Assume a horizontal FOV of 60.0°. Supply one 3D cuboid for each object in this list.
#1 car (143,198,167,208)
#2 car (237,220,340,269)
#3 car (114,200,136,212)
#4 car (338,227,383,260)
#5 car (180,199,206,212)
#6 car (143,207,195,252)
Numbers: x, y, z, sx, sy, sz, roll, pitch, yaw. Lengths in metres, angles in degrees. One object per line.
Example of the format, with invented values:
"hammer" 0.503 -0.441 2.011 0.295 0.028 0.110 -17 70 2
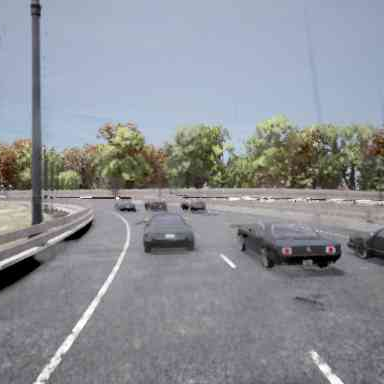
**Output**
"car" -4.564 1.534 40.676 1.882 1.535 5.008 0 0 -22
"car" 2.860 1.584 11.073 1.895 1.301 4.718 0 0 -6
"car" -8.187 1.649 40.279 1.994 1.385 4.181 0 0 -23
"car" 6.539 1.501 9.298 2.033 1.411 5.357 0 0 -4
"car" 0.054 1.510 38.405 2.128 1.511 4.902 0 0 -20
"car" -1.063 1.580 14.162 1.994 1.385 4.181 0 0 -8
